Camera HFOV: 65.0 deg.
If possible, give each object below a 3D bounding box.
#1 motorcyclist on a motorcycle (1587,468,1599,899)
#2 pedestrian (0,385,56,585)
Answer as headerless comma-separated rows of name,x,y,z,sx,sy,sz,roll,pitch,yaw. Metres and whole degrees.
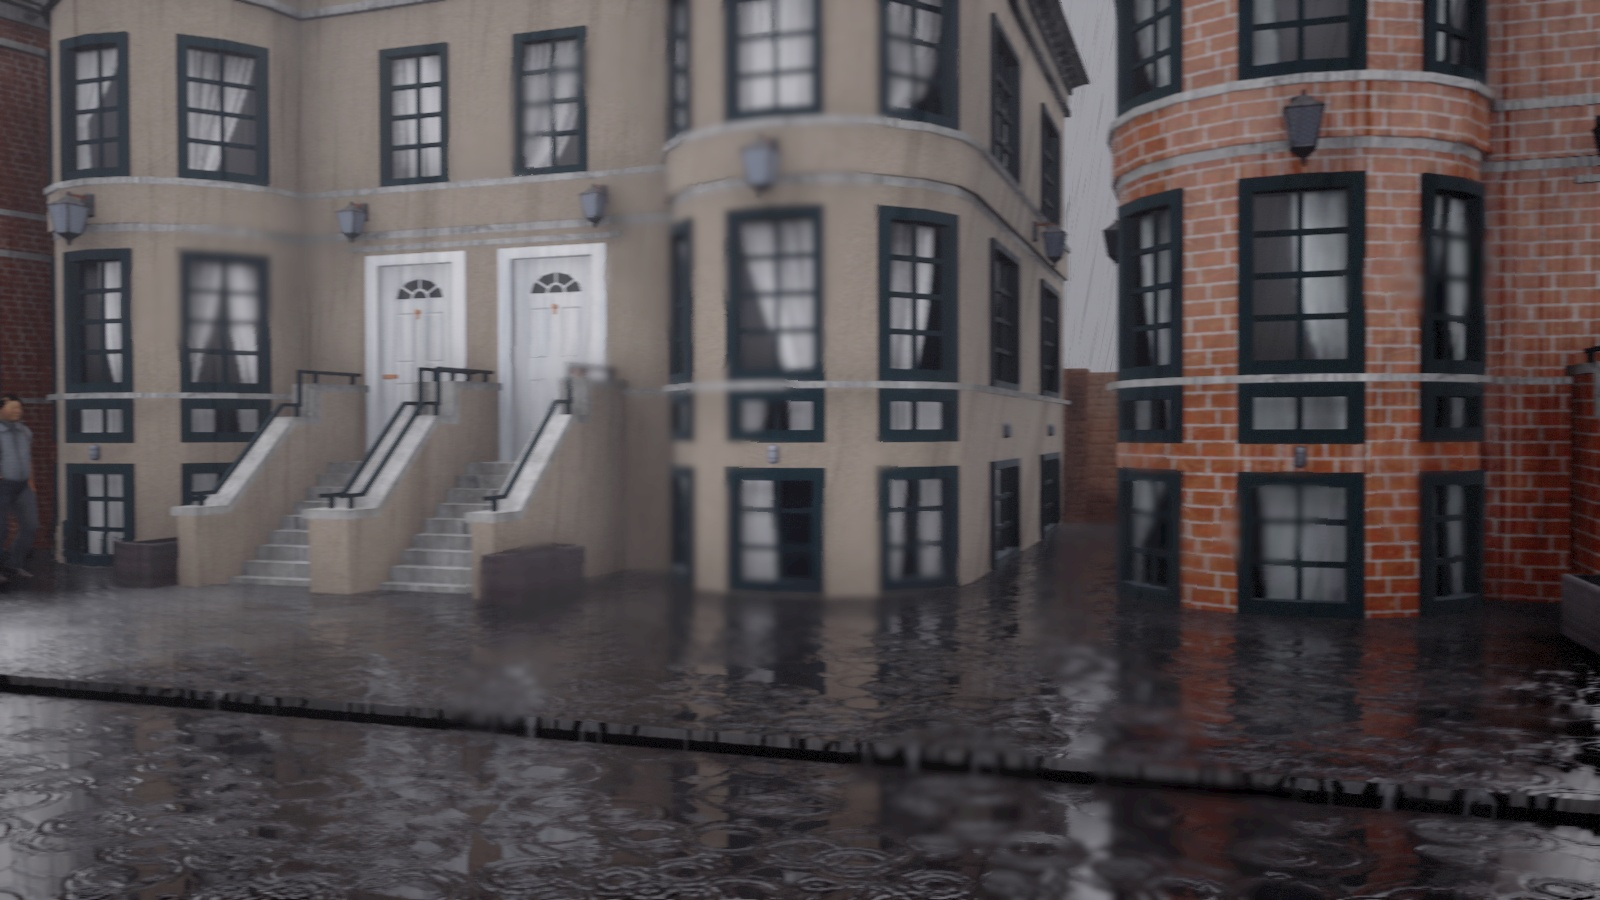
motorcyclist on a motorcycle,3.068,0.830,2.689,2.191,1.530,0.866,1,1,19
pedestrian,-7.602,0.315,12.003,0.694,1.848,0.540,1,1,25
